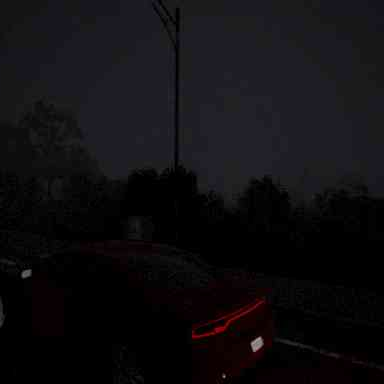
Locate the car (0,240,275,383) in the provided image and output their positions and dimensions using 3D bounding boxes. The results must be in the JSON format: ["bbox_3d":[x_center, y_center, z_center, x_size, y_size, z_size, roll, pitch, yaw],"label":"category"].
[{"bbox_3d":[-1.269,1.487,5.091,5.008,1.535,1.882,0,0,37],"label":"car"}]
